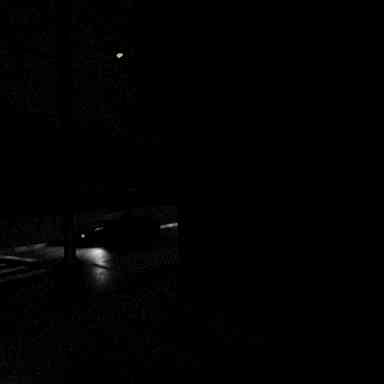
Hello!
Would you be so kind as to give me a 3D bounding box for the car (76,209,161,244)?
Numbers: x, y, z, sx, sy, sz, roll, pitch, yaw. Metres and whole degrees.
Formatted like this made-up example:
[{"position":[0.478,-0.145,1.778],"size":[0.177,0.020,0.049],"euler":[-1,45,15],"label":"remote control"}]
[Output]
[{"position":[-3.421,1.576,16.276],"size":[1.812,1.442,4.674],"euler":[-4,-1,34],"label":"car"}]
